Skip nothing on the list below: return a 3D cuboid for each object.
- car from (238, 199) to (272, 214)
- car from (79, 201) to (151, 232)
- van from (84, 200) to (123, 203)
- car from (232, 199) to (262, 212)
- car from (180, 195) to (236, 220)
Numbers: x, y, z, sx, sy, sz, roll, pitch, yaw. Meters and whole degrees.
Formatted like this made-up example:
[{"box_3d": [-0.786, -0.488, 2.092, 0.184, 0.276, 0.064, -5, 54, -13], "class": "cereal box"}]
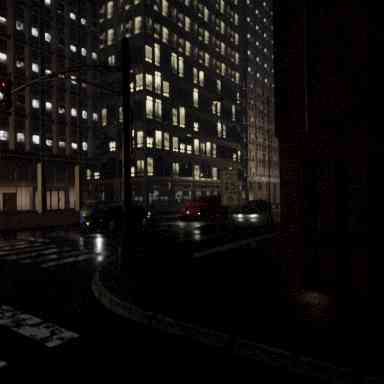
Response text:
[{"box_3d": [7.284, 1.579, 37.456, 1.882, 1.535, 5.008, -1, -1, 36], "class": "car"}, {"box_3d": [-4.605, 1.566, 20.901, 1.837, 1.490, 4.892, -1, -1, 33], "class": "car"}, {"box_3d": [-5.952, 1.455, 23.433, 1.690, 1.788, 3.998, -1, -1, 36], "class": "van"}, {"box_3d": [6.874, 1.683, 41.349, 1.752, 1.417, 4.829, -2, -1, 36], "class": "car"}, {"box_3d": [1.282, 1.302, 29.092, 2.150, 2.045, 5.566, -1, -1, 36], "class": "car"}]
